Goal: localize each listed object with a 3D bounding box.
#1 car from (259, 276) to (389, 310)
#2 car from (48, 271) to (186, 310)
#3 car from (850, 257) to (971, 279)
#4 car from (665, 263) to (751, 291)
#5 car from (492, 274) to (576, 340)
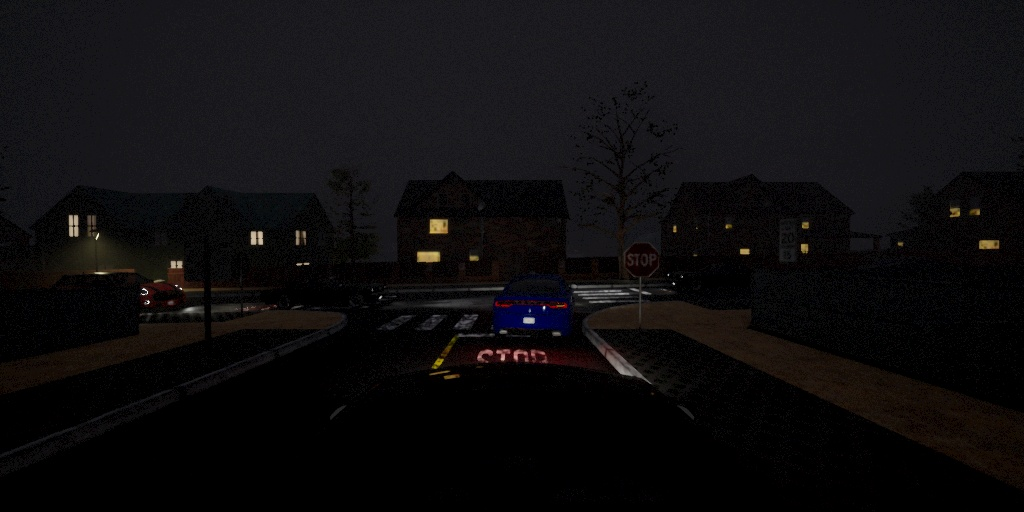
[{"bbox_3d":[-7.819,1.506,15.294,4.718,1.301,1.895,-1,1,0],"label":"car"},{"bbox_3d":[-16.806,1.471,15.282,4.553,1.767,2.097,-1,1,0],"label":"car"},{"bbox_3d":[20.047,0.753,18.271,5.357,1.411,2.033,-1,1,0],"label":"car"},{"bbox_3d":[10.402,1.034,18.230,4.718,1.301,1.895,-1,1,-1],"label":"car"},{"bbox_3d":[0.782,1.226,10.090,1.882,1.535,5.008,0,0,10],"label":"car"}]
